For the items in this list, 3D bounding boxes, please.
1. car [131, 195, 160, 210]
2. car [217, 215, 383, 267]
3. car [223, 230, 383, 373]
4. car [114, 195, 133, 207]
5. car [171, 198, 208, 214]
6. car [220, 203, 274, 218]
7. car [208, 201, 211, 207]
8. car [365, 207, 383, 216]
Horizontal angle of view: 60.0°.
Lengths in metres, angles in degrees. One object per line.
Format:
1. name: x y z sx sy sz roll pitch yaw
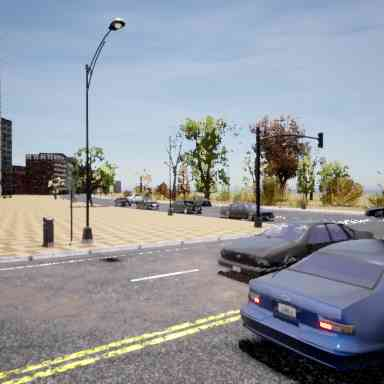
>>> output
1. car: -6.073 1.594 45.268 2.128 1.511 4.902 0 0 -31
2. car: 3.336 1.546 9.852 5.357 1.411 2.033 0 0 -34
3. car: 3.283 1.547 5.640 5.357 1.411 2.033 0 0 -34
4. car: -11.309 1.626 54.188 1.837 1.490 4.892 0 0 -30
5. car: -0.694 1.585 36.435 1.837 1.490 4.892 0 0 -32
6. car: 4.483 1.604 28.025 2.033 1.411 5.357 0 0 -31
7. car: 1.235 1.635 52.395 1.994 1.385 4.181 0 0 -31
8. car: 17.247 1.547 27.361 5.357 1.411 2.033 0 0 24
